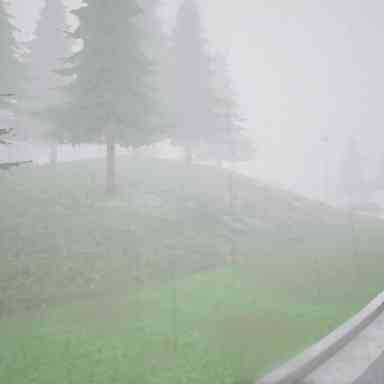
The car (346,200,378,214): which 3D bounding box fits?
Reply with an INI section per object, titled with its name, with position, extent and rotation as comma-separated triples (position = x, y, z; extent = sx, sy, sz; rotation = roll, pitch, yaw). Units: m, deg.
[car]
position = 20.147, 1.752, 39.626
extent = 2.128, 1.511, 4.902
rotation = 0, -1, -1
